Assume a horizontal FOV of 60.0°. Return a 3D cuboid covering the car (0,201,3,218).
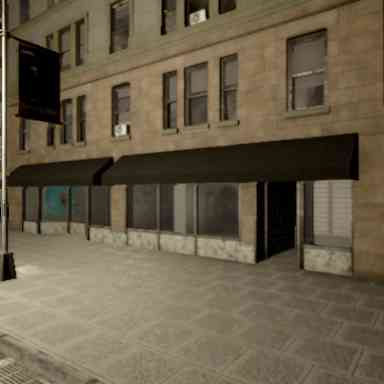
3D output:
[{"bbox_3d":[-15.610,1.507,26.720,2.128,1.511,4.902,0,0,35],"label":"car"}]
